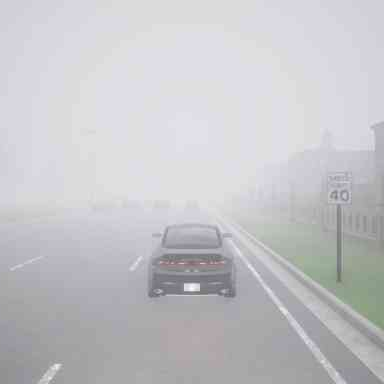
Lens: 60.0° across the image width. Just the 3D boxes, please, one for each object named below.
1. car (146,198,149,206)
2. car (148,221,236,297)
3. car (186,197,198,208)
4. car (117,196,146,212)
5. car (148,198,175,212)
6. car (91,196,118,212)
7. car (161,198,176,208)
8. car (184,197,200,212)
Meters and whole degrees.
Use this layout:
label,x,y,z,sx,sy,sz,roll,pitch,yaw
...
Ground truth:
label,x,y,z,sx,sy,sz,roll,pitch,yaw
car,-7.002,1.564,49.568,1.994,1.385,4.181,0,0,0
car,0.000,1.504,8.535,1.837,1.490,4.892,0,0,0
car,-0.002,1.526,49.568,1.812,1.442,4.674,0,0,0
car,-7.001,1.477,39.148,1.882,1.535,5.008,0,0,0
car,-3.501,1.491,39.148,2.128,1.511,4.902,0,0,0
car,-10.501,1.564,39.531,1.994,1.385,4.181,0,0,0
car,-3.501,1.601,49.622,1.895,1.301,4.718,0,0,0
car,-0.001,1.547,39.148,2.033,1.411,5.357,0,0,0
